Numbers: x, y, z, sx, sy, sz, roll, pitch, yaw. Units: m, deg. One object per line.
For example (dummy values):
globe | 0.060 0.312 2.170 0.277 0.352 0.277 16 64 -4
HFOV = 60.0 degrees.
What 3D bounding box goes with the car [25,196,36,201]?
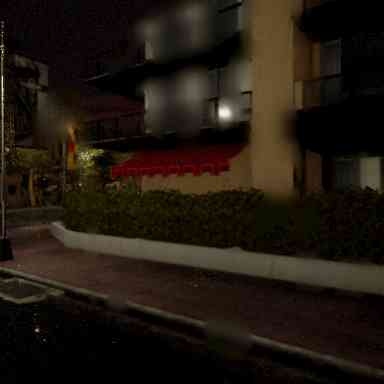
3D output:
car | -33.880 1.517 66.188 4.892 1.521 2.231 0 0 35
